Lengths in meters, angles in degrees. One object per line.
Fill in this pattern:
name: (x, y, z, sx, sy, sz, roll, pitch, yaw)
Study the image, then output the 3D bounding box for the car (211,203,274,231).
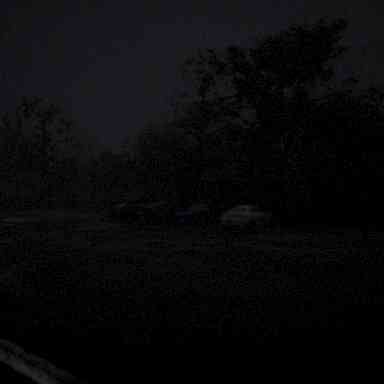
car: (3.388, 1.486, 20.130, 2.002, 1.452, 4.674, 0, 0, 36)

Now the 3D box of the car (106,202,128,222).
car: (-4.499, 1.476, 25.773, 2.002, 1.452, 4.674, 0, 0, 36)

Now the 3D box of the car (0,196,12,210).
car: (-24.269, 1.285, 39.964, 2.185, 1.767, 4.553, 0, 0, 35)

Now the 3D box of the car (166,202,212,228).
car: (0.832, 1.442, 21.969, 2.097, 1.535, 5.008, 0, 0, 36)

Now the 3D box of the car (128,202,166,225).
car: (-1.836, 1.440, 23.865, 2.231, 1.521, 4.892, 0, 0, 36)
